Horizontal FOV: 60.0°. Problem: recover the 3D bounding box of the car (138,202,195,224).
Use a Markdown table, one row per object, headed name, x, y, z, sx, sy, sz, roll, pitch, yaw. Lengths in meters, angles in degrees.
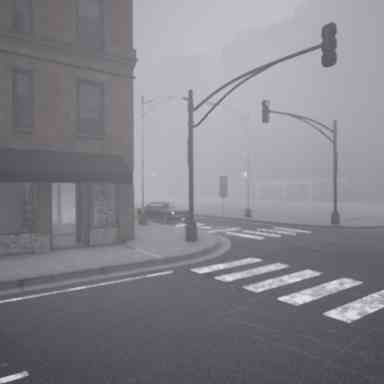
| name | x | y | z | sx | sy | sz | roll | pitch | yaw |
| --- | --- | --- | --- | --- | --- | --- | --- | --- | --- |
| car | -1.794 | 1.333 | 22.286 | 1.895 | 1.301 | 4.718 | -1 | 1 | -35 |
